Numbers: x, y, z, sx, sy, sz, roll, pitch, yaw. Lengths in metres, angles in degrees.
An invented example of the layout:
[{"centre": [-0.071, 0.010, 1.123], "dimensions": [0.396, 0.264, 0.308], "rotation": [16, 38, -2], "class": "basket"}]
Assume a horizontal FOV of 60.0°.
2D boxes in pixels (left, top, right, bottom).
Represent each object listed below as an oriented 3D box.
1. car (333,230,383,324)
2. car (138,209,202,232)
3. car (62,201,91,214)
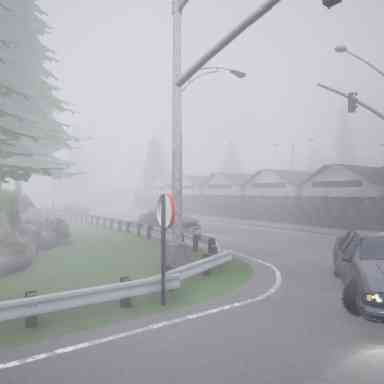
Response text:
[{"centre": [4.324, 1.604, 7.432], "dimensions": [2.033, 1.411, 5.357], "rotation": [2, 0, 17], "class": "car"}, {"centre": [-1.581, 1.739, 21.012], "dimensions": [2.033, 1.411, 5.357], "rotation": [0, 0, -35], "class": "car"}, {"centre": [-13.106, 1.738, 37.458], "dimensions": [2.033, 1.411, 5.357], "rotation": [0, 0, -35], "class": "car"}]
